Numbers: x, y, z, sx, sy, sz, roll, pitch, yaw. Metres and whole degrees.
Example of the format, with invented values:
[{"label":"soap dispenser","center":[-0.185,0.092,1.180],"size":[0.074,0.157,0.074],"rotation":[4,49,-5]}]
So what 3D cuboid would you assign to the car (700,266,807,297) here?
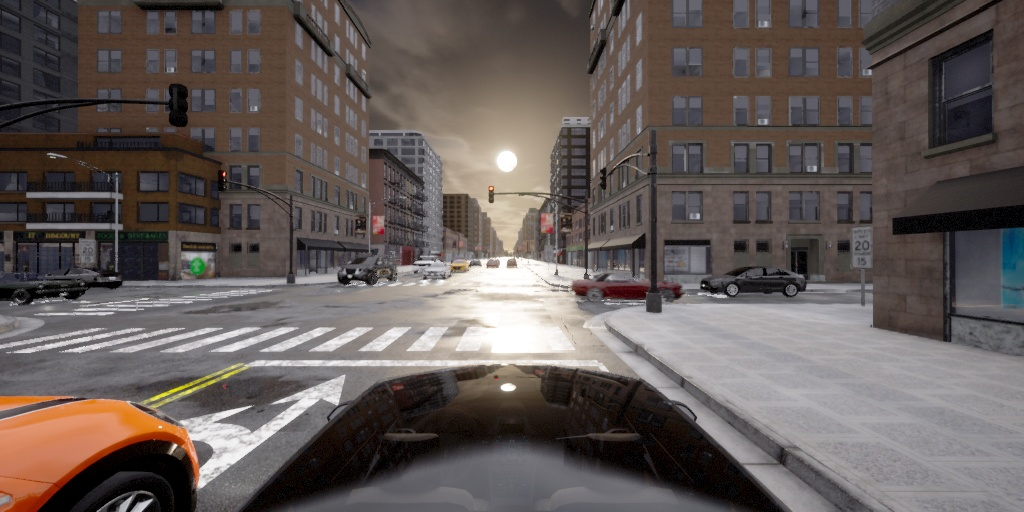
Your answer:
[{"label":"car","center":[12.423,1.295,18.634],"size":[4.892,1.490,1.837],"rotation":[0,0,1]}]

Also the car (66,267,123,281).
[{"label":"car","center":[-25.412,1.331,20.948],"size":[4.313,1.339,1.948],"rotation":[0,0,0]}]

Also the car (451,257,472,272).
[{"label":"car","center":[-6.685,1.225,45.989],"size":[1.882,1.535,5.008],"rotation":[0,0,0]}]

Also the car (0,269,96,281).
[{"label":"car","center":[-21.517,1.345,15.456],"size":[4.718,1.301,1.895],"rotation":[0,0,0]}]

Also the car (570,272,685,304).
[{"label":"car","center":[4.969,1.361,15.891],"size":[4.718,1.301,1.895],"rotation":[0,0,7]}]

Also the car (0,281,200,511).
[{"label":"car","center":[-3.237,1.102,0.595],"size":[2.097,1.767,4.553],"rotation":[0,0,0]}]

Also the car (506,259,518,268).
[{"label":"car","center":[-0.024,1.248,63.081],"size":[1.837,1.490,4.892],"rotation":[0,0,0]}]

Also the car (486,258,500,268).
[{"label":"car","center":[-3.373,1.307,61.942],"size":[1.994,1.385,4.181],"rotation":[0,0,0]}]

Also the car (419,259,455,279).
[{"label":"car","center":[-6.662,1.276,32.272],"size":[1.812,1.442,4.674],"rotation":[0,0,0]}]

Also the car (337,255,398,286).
[{"label":"car","center":[-10.212,0.975,25.916],"size":[2.150,2.045,5.566],"rotation":[0,0,6]}]

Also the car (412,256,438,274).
[{"label":"car","center":[-9.931,0.970,41.856],"size":[2.150,2.045,5.566],"rotation":[0,0,0]}]
